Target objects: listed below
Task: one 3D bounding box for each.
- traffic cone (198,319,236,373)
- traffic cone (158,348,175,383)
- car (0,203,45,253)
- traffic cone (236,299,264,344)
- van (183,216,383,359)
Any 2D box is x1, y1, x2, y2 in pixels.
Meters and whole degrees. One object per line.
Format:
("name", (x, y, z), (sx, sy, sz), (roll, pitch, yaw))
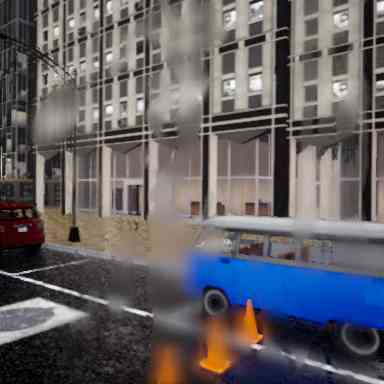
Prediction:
("traffic cone", (0.310, 1.967, 4.363), (0.340, 0.580, 0.340), (0, 0, 36))
("traffic cone", (-0.272, 1.964, 3.549), (0.340, 0.580, 0.340), (0, 0, 36))
("car", (-7.508, 1.327, 12.372), (5.009, 1.841, 2.192), (0, 0, 36))
("traffic cone", (0.892, 1.970, 5.175), (0.340, 0.580, 0.340), (0, 0, 36))
("van", (1.732, 1.359, 5.752), (3.998, 1.788, 1.690), (0, 0, 36))
